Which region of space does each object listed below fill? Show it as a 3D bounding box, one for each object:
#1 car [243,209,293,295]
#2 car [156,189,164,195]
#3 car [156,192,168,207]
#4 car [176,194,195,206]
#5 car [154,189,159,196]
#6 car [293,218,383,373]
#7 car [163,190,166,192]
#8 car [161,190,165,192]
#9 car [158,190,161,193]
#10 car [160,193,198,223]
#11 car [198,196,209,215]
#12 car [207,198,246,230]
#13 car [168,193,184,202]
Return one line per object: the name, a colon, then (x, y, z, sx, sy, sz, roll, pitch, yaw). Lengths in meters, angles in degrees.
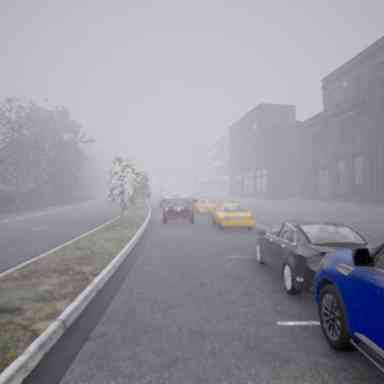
car: (2.922, 1.421, 8.537, 2.231, 1.521, 4.892, 0, 0, -1)
car: (-6.752, 0.712, 80.006, 2.163, 1.488, 4.792, 0, 1, -10)
car: (-3.042, 1.124, 40.764, 1.882, 1.535, 5.008, 0, 1, -8)
car: (-1.017, 1.072, 47.291, 2.097, 1.535, 5.008, 0, 1, -9)
car: (-7.708, 0.355, 85.464, 2.435, 2.045, 5.566, 0, 1, -10)
car: (3.034, 1.208, 2.989, 2.435, 2.045, 5.566, 0, 0, -1)
car: (-3.873, 0.929, 63.586, 2.002, 1.452, 4.674, 0, 1, -10)
car: (-4.837, 0.852, 69.078, 2.163, 1.488, 4.792, 0, 1, -10)
car: (-5.788, 0.794, 74.511, 2.002, 1.452, 4.674, 0, 1, -10)
car: (-1.050, 1.158, 23.757, 2.097, 1.767, 4.553, 0, 1, -5)
car: (1.305, 1.227, 30.817, 1.946, 1.575, 5.366, 0, 0, -6)
car: (2.313, 1.323, 19.846, 1.946, 1.575, 5.366, 0, 0, -4)
car: (-2.914, 0.954, 58.118, 2.231, 1.521, 4.892, 0, 1, -10)
